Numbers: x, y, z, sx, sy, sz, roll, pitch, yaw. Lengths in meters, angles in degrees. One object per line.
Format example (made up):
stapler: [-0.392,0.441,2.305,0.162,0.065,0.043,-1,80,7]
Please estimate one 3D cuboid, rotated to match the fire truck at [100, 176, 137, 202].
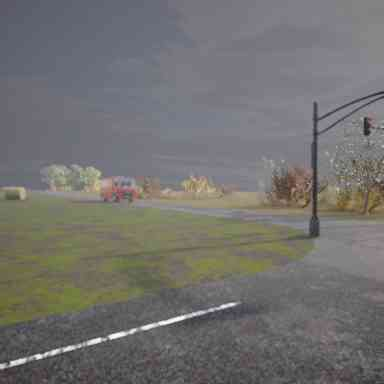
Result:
fire truck: [-11.340,-0.459,50.388,2.891,3.827,8.468,1,0,-32]
